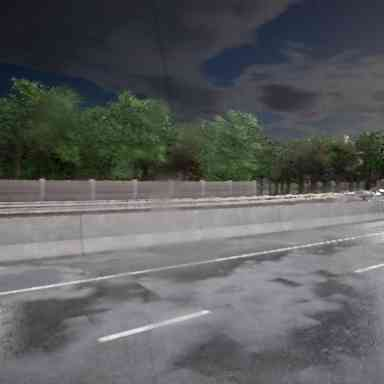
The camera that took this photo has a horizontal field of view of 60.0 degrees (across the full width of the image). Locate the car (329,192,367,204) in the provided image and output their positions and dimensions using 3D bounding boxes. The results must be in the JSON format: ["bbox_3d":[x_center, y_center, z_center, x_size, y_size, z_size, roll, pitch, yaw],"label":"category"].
[{"bbox_3d":[17.251,1.083,37.088,4.674,1.442,1.812,-1,1,-33],"label":"car"}]

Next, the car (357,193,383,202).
[{"bbox_3d":[19.491,1.077,34.376,4.674,1.442,1.812,-1,1,-33],"label":"car"}]
